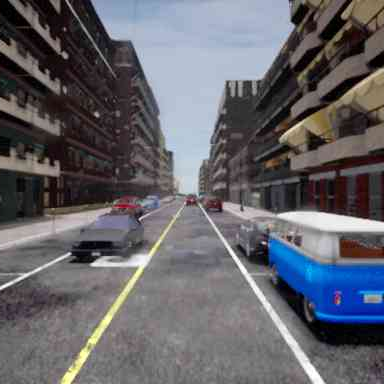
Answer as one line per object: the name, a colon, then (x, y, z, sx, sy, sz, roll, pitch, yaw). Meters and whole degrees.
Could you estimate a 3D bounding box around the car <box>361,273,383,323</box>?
car: (2.698, 1.548, 1.140, 1.887, 1.381, 4.507, 0, 0, 0)

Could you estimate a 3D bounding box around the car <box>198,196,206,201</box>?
car: (2.670, 1.868, 91.733, 1.947, 1.339, 4.313, 0, 0, 0)

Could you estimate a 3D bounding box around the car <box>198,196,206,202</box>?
car: (2.672, 1.823, 86.072, 1.887, 1.381, 4.507, 0, 0, 0)

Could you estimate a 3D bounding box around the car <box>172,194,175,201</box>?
car: (-5.707, 1.780, 80.236, 1.752, 1.417, 4.829, 0, 0, 0)

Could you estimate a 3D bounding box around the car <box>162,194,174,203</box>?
car: (-5.706, 1.758, 74.574, 1.752, 1.417, 4.829, 0, 0, 0)

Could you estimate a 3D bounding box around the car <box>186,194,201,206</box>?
car: (-0.014, 1.526, 58.987, 2.097, 1.767, 4.553, 0, 0, 0)

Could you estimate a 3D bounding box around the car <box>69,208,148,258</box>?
car: (-3.010, 1.581, 13.122, 2.033, 1.411, 5.357, 0, 0, 0)

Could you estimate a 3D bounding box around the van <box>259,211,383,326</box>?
van: (2.697, 1.358, 6.804, 1.690, 1.788, 3.998, 0, 0, 0)

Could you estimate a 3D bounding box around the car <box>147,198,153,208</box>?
car: (-5.692, 1.646, 35.109, 2.008, 1.369, 4.403, 0, 0, 0)

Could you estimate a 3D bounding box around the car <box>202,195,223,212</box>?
car: (2.687, 1.428, 40.776, 2.192, 1.841, 5.009, 0, 0, 0)

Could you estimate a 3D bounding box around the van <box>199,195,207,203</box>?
van: (2.675, 1.597, 80.410, 1.690, 1.788, 3.998, 0, 0, 0)

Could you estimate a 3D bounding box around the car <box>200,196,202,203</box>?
car: (2.682, 1.676, 52.270, 1.752, 1.417, 4.829, 0, 0, 0)

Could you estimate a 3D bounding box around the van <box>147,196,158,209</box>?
van: (-5.695, 1.472, 46.435, 1.690, 1.788, 3.998, 0, 0, 0)

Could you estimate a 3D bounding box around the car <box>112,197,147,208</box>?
car: (-5.689, 1.394, 29.449, 2.192, 1.841, 5.009, 0, 0, 0)

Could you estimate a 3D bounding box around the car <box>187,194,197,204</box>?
car: (-0.020, 1.339, 69.054, 2.150, 2.045, 5.566, 0, 0, 0)

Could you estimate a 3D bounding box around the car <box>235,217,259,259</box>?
car: (2.694, 1.582, 12.465, 2.008, 1.369, 4.403, 0, 0, 0)

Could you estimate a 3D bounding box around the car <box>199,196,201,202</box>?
car: (2.680, 1.752, 57.760, 1.802, 1.307, 4.206, 0, 0, 0)
